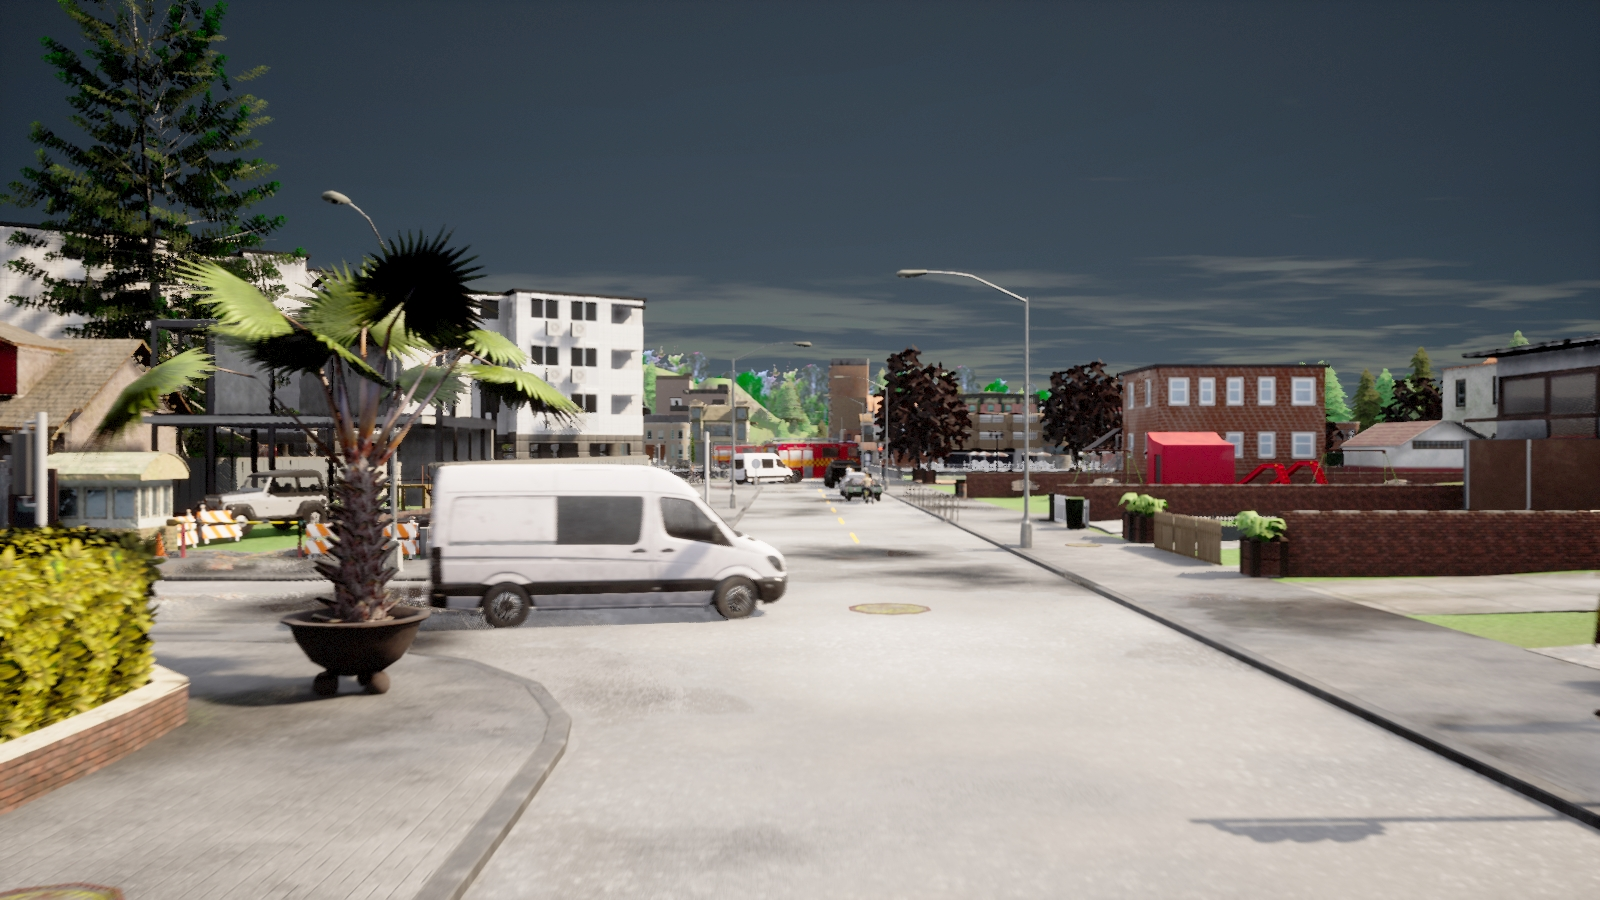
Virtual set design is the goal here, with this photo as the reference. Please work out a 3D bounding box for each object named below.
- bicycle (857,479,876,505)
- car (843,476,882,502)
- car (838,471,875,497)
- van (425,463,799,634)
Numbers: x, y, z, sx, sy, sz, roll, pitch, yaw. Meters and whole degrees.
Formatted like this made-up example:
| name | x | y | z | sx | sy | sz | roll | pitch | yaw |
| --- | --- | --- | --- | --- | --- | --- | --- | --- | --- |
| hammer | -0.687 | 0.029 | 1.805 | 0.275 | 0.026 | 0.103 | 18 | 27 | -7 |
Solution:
| name | x | y | z | sx | sy | sz | roll | pitch | yaw |
| --- | --- | --- | --- | --- | --- | --- | --- | --- | --- |
| bicycle | 3.444 | 2.158 | 58.875 | 0.859 | 1.276 | 1.487 | 0 | 0 | -1 |
| car | 3.445 | 2.155 | 63.690 | 1.895 | 1.301 | 4.718 | 0 | 0 | 0 |
| car | 3.432 | 2.081 | 70.233 | 2.002 | 1.442 | 4.674 | 0 | 0 | 0 |
| van | -3.141 | 1.534 | 19.231 | 5.915 | 2.561 | 1.988 | 0 | 1 | -14 |
